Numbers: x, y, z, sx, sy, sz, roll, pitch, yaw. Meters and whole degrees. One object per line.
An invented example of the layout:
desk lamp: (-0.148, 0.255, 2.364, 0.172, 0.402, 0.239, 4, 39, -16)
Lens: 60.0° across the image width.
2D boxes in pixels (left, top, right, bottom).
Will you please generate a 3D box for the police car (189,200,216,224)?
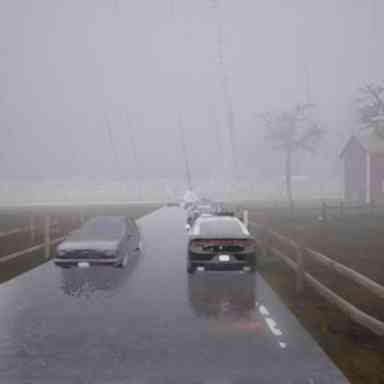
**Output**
police car: (0.740, 1.513, 26.803, 1.930, 1.638, 5.238, 0, 0, 0)

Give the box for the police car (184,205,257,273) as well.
police car: (0.790, 1.436, 10.795, 1.930, 1.638, 5.238, 0, 0, 0)

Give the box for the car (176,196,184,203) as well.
car: (-3.010, 1.806, 82.694, 1.882, 1.535, 5.008, 0, 0, 0)

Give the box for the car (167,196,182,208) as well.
car: (-3.001, 1.710, 53.705, 1.882, 1.535, 5.008, 0, 0, 0)

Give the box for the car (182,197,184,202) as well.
car: (-0.140, 1.731, 47.775, 1.812, 1.442, 4.674, 0, 0, 0)

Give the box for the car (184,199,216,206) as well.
car: (0.759, 1.402, 20.661, 2.097, 1.767, 4.553, 0, 0, 0)

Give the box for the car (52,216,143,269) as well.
car: (-2.887, 1.560, 11.517, 2.033, 1.411, 5.357, 0, 0, 0)

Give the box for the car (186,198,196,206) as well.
car: (-0.194, 1.863, 61.724, 1.895, 1.301, 4.718, 0, 0, 0)
